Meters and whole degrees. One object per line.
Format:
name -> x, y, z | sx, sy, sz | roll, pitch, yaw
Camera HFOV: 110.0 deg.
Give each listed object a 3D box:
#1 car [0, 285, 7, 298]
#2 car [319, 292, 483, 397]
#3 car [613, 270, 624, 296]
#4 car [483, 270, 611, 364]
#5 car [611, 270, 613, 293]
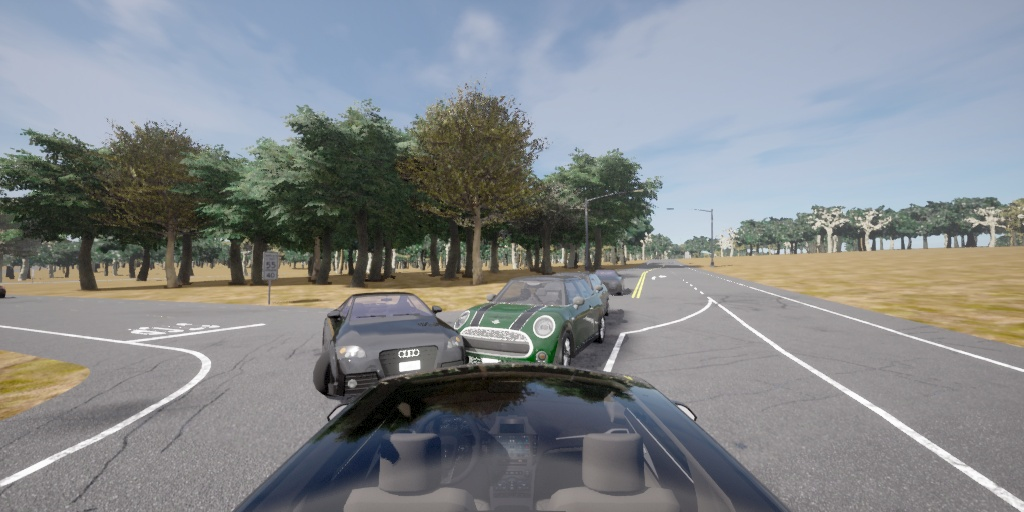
car -> -40.862, 2.563, 27.396 | 4.181, 1.385, 1.994 | -2, -3, 22
car -> -2.355, 1.376, 6.633 | 1.994, 1.385, 4.181 | 1, -2, -29
car -> 5.493, 1.493, 21.133 | 1.994, 1.385, 4.181 | -1, 0, 21
car -> 0.616, 1.218, 7.838 | 2.097, 1.767, 4.553 | -1, -2, 26
car -> 2.022, 1.344, 12.151 | 2.097, 1.767, 4.553 | -1, -1, 21
